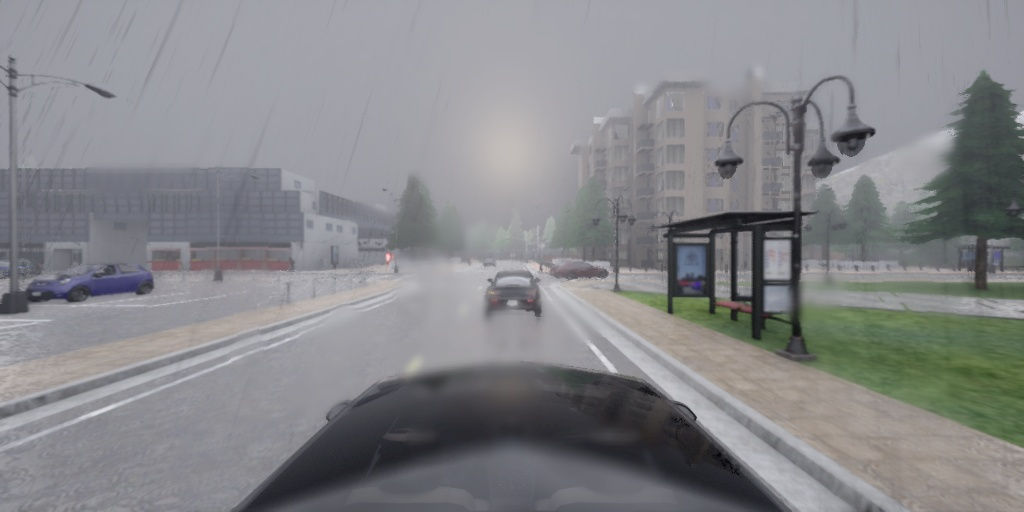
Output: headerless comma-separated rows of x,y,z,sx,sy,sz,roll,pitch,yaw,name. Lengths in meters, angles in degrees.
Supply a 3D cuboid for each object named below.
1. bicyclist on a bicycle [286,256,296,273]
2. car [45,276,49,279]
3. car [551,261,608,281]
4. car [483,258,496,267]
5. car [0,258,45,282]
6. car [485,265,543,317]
-22.358,0.865,36.312,0.582,1.620,1.656,0,1,1,bicyclist on a bicycle
-46.113,0.934,32.722,4.553,1.767,2.097,0,0,1,car
5.274,1.137,27.966,4.674,1.442,1.812,0,-1,-23,car
-3.531,1.025,56.571,2.033,1.411,5.357,0,0,1,car
-41.770,1.079,29.051,5.008,1.535,1.882,0,0,1,car
0.068,1.221,12.742,1.812,1.442,4.674,0,0,0,car
